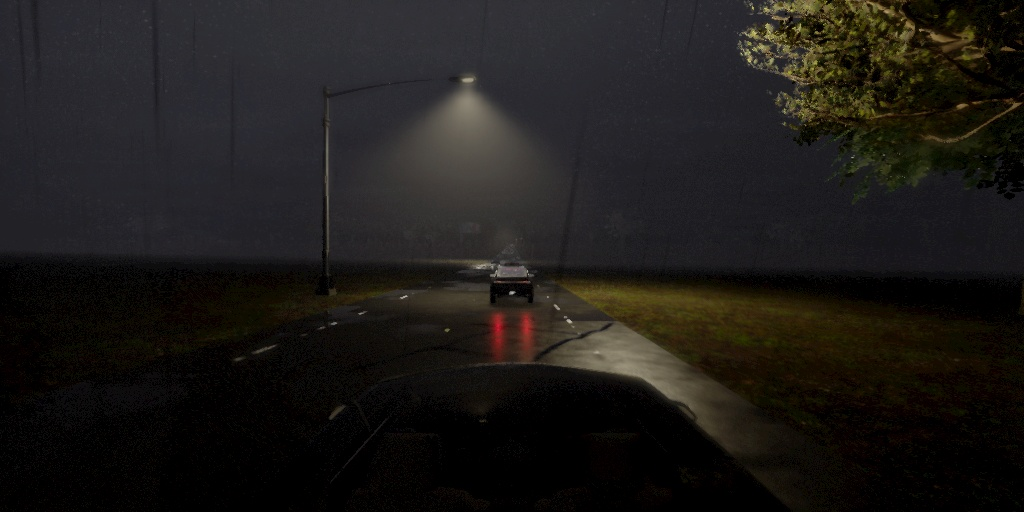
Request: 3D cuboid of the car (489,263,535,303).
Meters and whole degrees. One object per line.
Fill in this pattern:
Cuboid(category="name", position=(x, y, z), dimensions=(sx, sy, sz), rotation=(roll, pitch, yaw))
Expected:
Cuboid(category="car", position=(0.000, 1.248, 16.505), dimensions=(2.128, 1.511, 4.902), rotation=(0, 0, 0))

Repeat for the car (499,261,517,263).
Cuboid(category="car", position=(0.000, 1.272, 31.509), dimensions=(1.837, 1.490, 4.892), rotation=(0, 0, 0))
